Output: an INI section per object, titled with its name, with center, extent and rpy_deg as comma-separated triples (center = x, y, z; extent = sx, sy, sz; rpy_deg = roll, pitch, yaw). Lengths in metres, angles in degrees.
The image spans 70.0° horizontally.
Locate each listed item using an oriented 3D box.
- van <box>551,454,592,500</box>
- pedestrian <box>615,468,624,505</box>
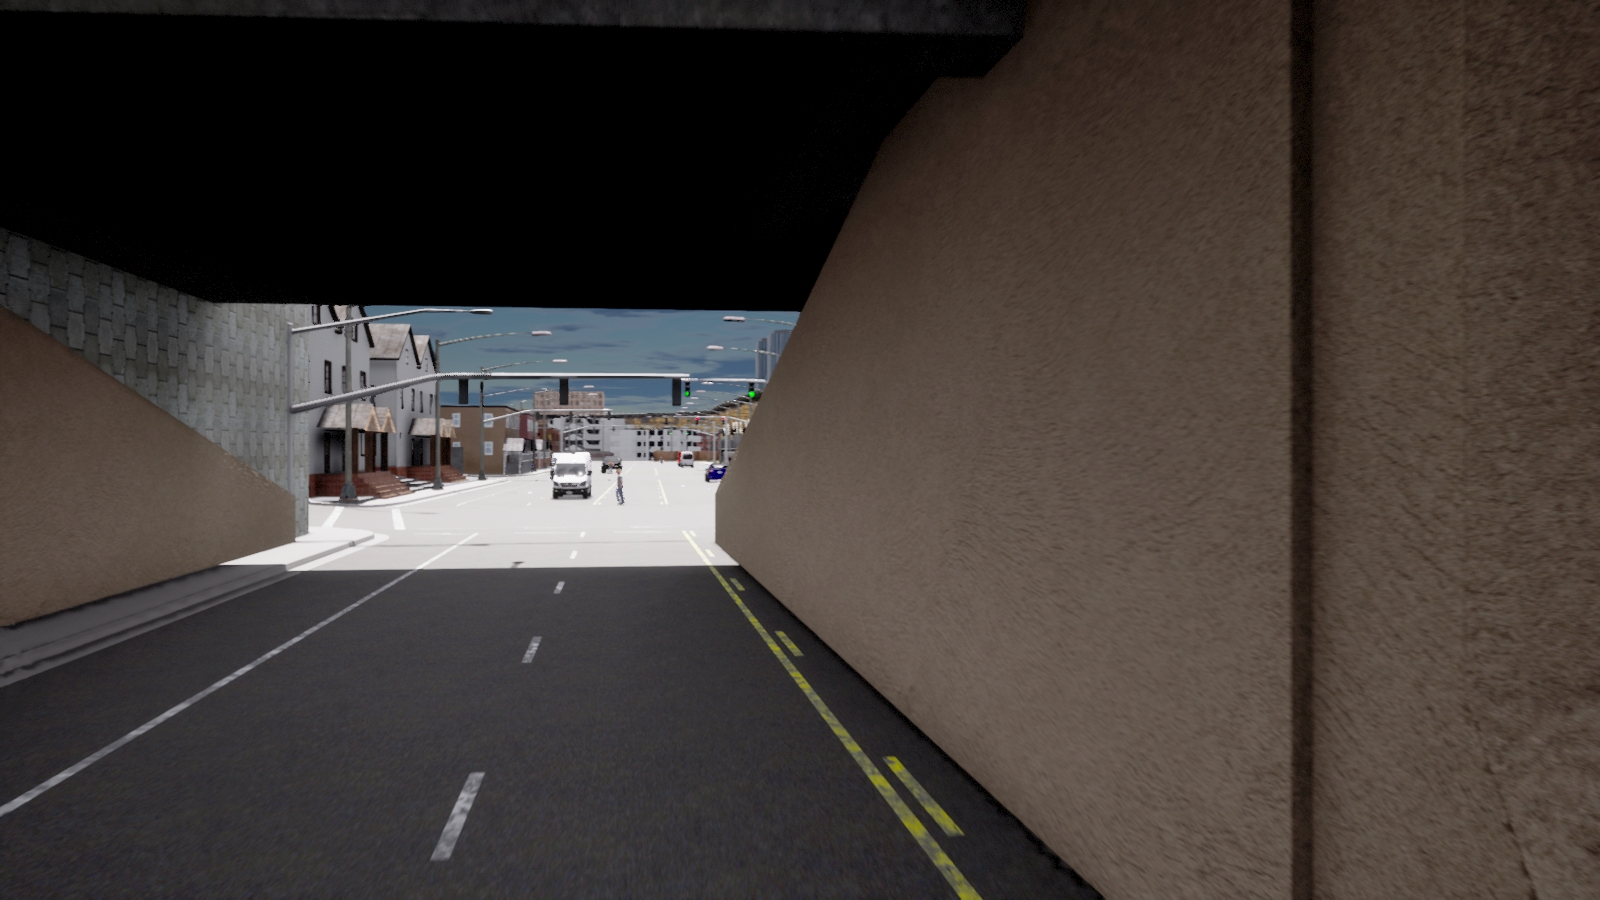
[van]
center = -13.398, 1.540, 67.315
extent = 1.988, 2.561, 5.915
rpy_deg = 0, 0, -8
[pedestrian]
center = -9.186, 1.866, 58.230
extent = 0.375, 1.860, 0.375
rpy_deg = 0, 0, -27
